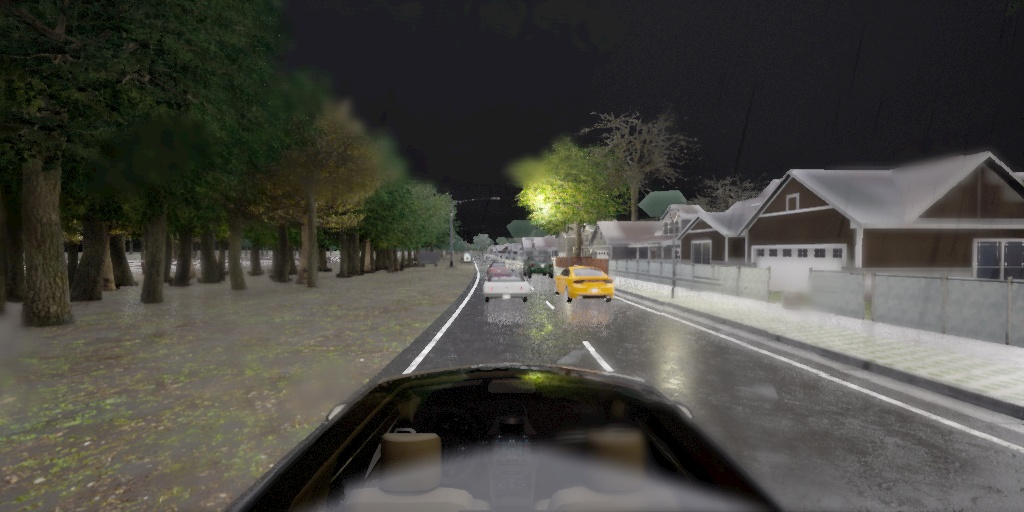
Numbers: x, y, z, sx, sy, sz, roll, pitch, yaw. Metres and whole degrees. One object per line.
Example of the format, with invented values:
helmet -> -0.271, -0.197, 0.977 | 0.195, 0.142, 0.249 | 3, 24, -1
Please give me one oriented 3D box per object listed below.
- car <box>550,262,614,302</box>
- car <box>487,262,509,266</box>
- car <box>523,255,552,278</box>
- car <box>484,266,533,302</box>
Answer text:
car -> 3.194, 1.202, 16.723 | 1.882, 1.535, 5.008 | 0, 0, -2
car -> -1.206, 1.210, 31.625 | 1.994, 1.385, 4.181 | 0, 0, -5
car -> 2.280, 0.891, 31.931 | 2.150, 2.045, 5.566 | 0, 0, -5
car -> -0.304, 1.335, 16.614 | 1.895, 1.301, 4.718 | 0, 0, -2
